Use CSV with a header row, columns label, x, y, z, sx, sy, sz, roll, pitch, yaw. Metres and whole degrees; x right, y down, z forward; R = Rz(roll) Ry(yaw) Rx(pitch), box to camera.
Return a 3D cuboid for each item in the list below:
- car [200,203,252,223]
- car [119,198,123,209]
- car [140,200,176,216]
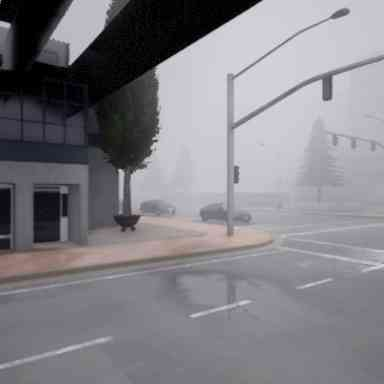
label,x,y,z,sx,sy,sz,roll,pitch,yaw
car,2.403,1.543,24.934,1.812,1.442,4.674,0,0,-36
car,-9.446,1.522,41.408,1.837,1.490,4.892,0,0,-36
car,-3.405,1.509,32.995,2.128,1.511,4.902,0,0,-36
